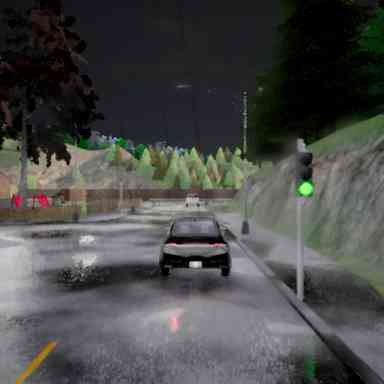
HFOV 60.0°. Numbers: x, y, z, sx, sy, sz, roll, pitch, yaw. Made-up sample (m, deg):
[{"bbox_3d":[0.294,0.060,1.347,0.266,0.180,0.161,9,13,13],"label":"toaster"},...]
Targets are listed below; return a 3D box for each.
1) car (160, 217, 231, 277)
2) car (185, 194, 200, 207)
[{"bbox_3d":[0.094,1.516,10.366,2.128,1.511,4.902,0,0,0],"label":"car"},{"bbox_3d":[0.104,1.348,53.802,2.150,2.045,5.566,0,0,0],"label":"car"}]
